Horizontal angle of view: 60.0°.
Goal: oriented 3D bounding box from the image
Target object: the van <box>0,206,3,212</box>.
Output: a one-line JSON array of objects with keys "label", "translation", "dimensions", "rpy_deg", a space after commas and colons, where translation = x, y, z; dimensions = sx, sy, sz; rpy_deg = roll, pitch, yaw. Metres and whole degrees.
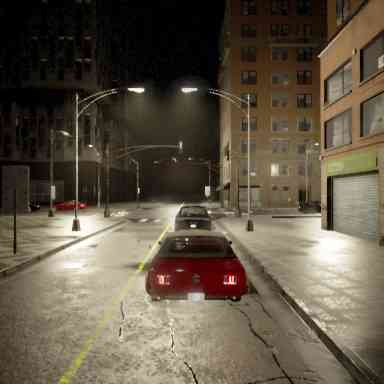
[{"label": "van", "translation": [-20.194, 1.426, 30.716], "dimensions": [3.998, 1.788, 1.690], "rpy_deg": [0, 0, 0]}]

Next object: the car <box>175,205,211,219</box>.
[{"label": "car", "translation": [0.053, 1.474, 18.362], "dimensions": [1.882, 1.535, 5.008], "rpy_deg": [0, 0, 0]}]

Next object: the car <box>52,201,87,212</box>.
[{"label": "car", "translation": [-14.564, 1.702, 39.248], "dimensions": [4.206, 1.307, 1.802], "rpy_deg": [0, 0, 0]}]

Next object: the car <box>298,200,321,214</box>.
[{"label": "car", "translation": [12.032, 1.414, 30.761], "dimensions": [4.313, 1.339, 1.947], "rpy_deg": [0, 0, 0]}]

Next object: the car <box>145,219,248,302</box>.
[{"label": "car", "translation": [0.079, 1.601, 8.213], "dimensions": [1.895, 1.301, 4.718], "rpy_deg": [0, 0, 0]}]

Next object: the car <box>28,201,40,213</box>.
[{"label": "car", "translation": [-20.213, 1.726, 39.240], "dimensions": [4.313, 1.339, 1.947], "rpy_deg": [0, 0, 0]}]
